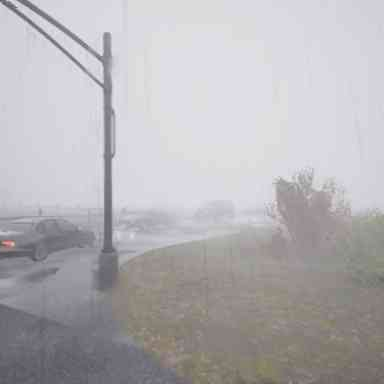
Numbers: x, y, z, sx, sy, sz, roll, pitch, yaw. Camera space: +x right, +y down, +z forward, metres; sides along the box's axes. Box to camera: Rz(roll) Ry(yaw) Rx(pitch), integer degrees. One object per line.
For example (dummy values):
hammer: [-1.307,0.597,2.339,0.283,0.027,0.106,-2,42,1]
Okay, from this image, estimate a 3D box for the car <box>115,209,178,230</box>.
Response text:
car: [-3.165,1.968,24.552,2.033,1.411,5.357,-1,-2,33]

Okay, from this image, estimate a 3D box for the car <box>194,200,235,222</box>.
car: [2.363,1.842,33.177,2.150,2.045,5.566,-1,-2,33]

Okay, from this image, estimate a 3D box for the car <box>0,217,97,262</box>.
car: [-5.638,1.672,12.595,2.033,1.411,5.357,-1,-2,12]

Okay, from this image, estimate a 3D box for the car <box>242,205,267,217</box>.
car: [7.960,2.348,41.892,1.812,1.442,4.674,-1,-2,33]
